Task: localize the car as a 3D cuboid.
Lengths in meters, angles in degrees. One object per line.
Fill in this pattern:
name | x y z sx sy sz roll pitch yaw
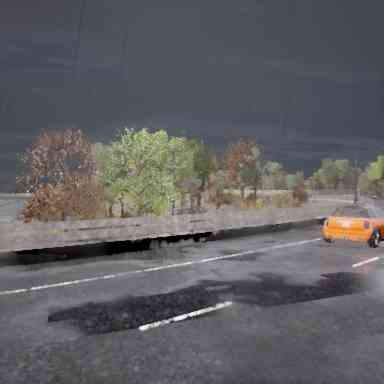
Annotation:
car | 7.840 1.364 15.100 4.553 1.767 2.097 0 0 -44
